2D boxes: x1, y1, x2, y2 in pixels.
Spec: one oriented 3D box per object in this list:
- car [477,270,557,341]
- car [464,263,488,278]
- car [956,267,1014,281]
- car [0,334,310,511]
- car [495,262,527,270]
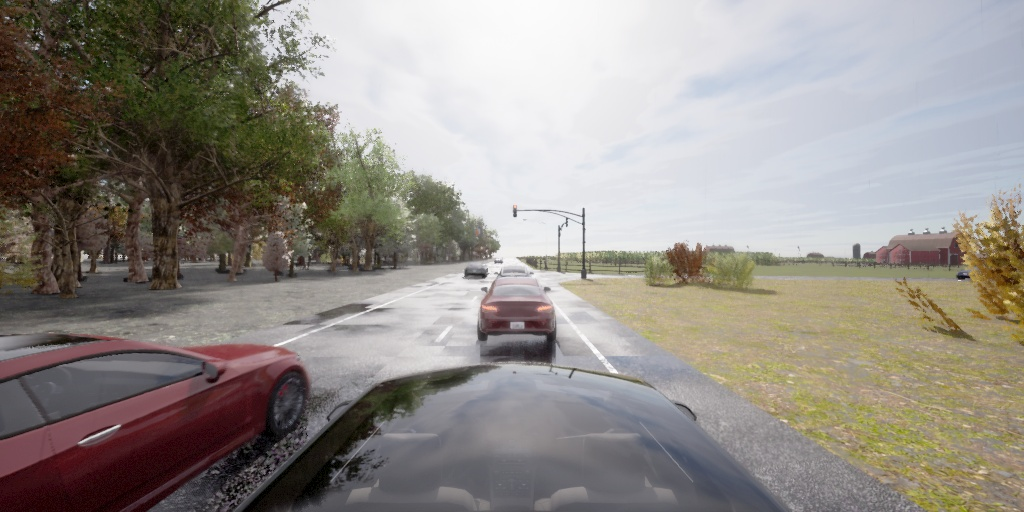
[{"bbox_3d":[0.112,1.278,9.759,1.812,1.442,4.674,0,0,0],"label":"car"},{"bbox_3d":[-3.388,1.322,34.408,1.994,1.385,4.181,0,0,0],"label":"car"},{"bbox_3d":[48.945,1.847,37.113,4.181,1.385,1.994,1,-1,0],"label":"car"},{"bbox_3d":[-3.398,1.276,2.474,1.812,1.442,4.674,0,0,0],"label":"car"},{"bbox_3d":[0.105,1.260,19.021,1.837,1.490,4.892,0,0,0],"label":"car"}]
